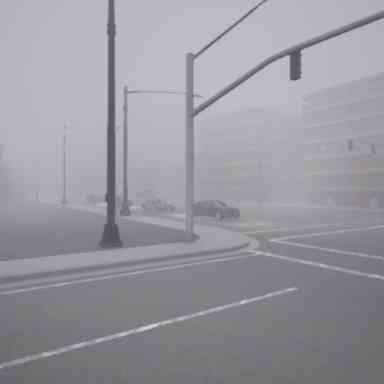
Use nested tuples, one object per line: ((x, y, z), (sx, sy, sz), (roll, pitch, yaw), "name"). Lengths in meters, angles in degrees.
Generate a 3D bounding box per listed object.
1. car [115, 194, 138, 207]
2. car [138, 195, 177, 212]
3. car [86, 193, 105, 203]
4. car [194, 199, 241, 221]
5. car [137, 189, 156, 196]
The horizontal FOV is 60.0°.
((-9.120, 1.138, 42.732), (1.994, 1.385, 4.181), (0, 1, -34), "car")
((-3.477, 1.350, 34.457), (1.895, 1.301, 4.718), (0, 1, -34), "car")
((-14.863, 0.884, 51.205), (2.128, 1.511, 4.902), (0, 1, -34), "car")
((1.809, 1.364, 26.755), (1.882, 1.535, 5.008), (0, 1, -35), "car")
((-9.378, 0.459, 68.110), (2.150, 2.045, 5.566), (0, 1, -34), "car")
